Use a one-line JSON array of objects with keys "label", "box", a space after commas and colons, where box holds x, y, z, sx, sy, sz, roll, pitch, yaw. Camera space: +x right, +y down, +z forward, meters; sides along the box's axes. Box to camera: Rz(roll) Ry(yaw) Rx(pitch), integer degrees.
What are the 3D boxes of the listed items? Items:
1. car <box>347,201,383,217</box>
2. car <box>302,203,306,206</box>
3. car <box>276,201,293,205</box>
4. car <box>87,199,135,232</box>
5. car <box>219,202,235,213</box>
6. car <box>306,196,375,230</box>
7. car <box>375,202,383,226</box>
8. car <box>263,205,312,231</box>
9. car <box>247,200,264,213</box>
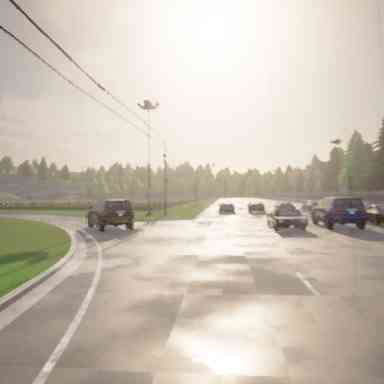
[{"label": "car", "box": [17.624, 1.621, 33.369, 2.033, 1.411, 5.357, -1, -1, 5]}, {"label": "car", "box": [14.801, 1.702, 40.724, 1.812, 1.442, 4.674, -1, -1, 5]}, {"label": "car", "box": [11.284, 1.786, 40.698, 1.994, 1.385, 4.181, -1, -1, 5]}, {"label": "car", "box": [-5.654, 1.504, 22.814, 2.150, 2.045, 5.566, 0, -1, -28]}, {"label": "car", "box": [4.318, 1.883, 41.387, 1.994, 1.385, 4.181, -1, -1, 5]}, {"label": "car", "box": [9.515, 1.299, 21.942, 2.150, 2.045, 5.566, -1, -1, 5]}, {"label": "car", "box": [13.165, 1.568, 23.338, 1.812, 1.442, 4.674, -1, -1, 5]}, {"label": "car", "box": [5.946, 1.718, 21.313, 1.895, 1.301, 4.718, -1, -1, 5]}, {"label": "car", "box": [7.752, 1.758, 40.528, 2.128, 1.511, 4.902, -1, -1, 5]}]
